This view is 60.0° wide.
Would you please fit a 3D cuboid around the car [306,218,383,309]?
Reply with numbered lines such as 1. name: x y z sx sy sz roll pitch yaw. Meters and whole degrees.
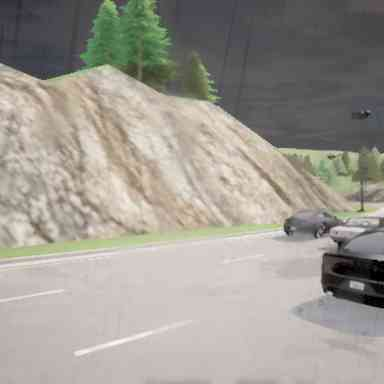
1. car: 4.890 1.532 7.543 5.008 1.535 1.882 0 -1 -39

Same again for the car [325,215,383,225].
1. car: 8.051 1.716 14.756 4.718 1.301 1.895 0 -1 -42

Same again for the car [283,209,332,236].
1. car: 6.846 1.696 18.481 4.674 1.442 1.812 0 -1 -43
